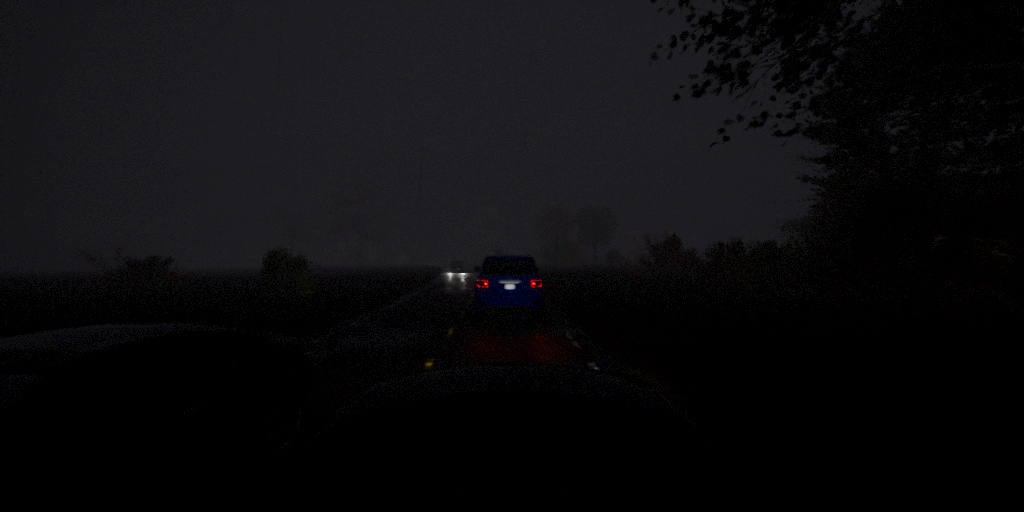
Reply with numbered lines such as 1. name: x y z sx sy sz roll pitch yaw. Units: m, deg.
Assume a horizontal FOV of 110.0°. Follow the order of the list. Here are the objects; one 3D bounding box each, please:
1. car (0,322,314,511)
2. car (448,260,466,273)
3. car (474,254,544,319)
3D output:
1. car: -3.153 1.275 2.296 1.812 1.442 4.674 0 0 0
2. car: -6.718 1.254 43.816 1.837 1.490 4.892 0 0 -10
3. car: -0.177 0.965 12.962 2.150 2.045 5.566 0 0 -2
